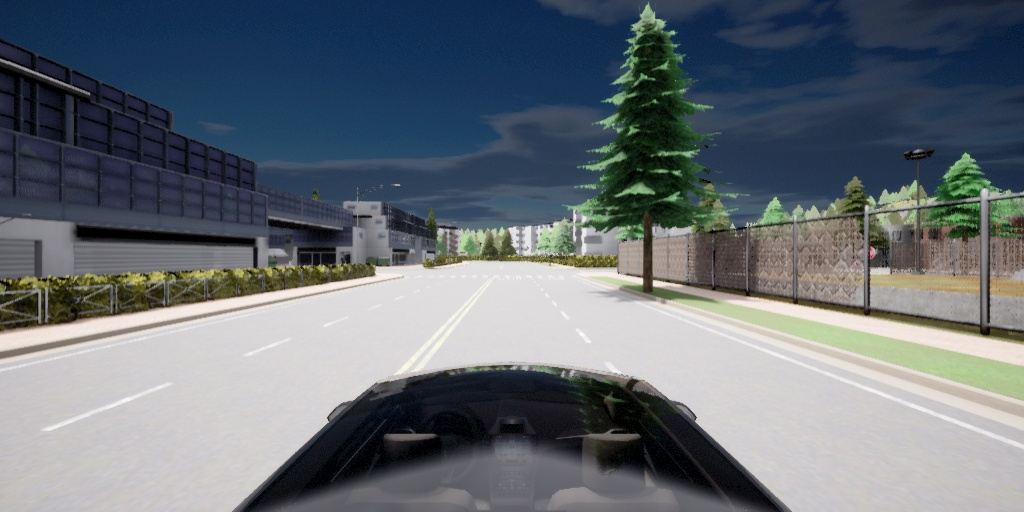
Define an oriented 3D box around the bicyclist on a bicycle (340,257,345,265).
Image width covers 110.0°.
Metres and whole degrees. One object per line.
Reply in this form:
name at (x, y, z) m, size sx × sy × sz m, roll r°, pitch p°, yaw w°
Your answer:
bicyclist on a bicycle at (-25.418, 1.026, 53.782) m, size 0.582 × 1.620 × 1.656 m, roll 0°, pitch 0°, yaw 0°
